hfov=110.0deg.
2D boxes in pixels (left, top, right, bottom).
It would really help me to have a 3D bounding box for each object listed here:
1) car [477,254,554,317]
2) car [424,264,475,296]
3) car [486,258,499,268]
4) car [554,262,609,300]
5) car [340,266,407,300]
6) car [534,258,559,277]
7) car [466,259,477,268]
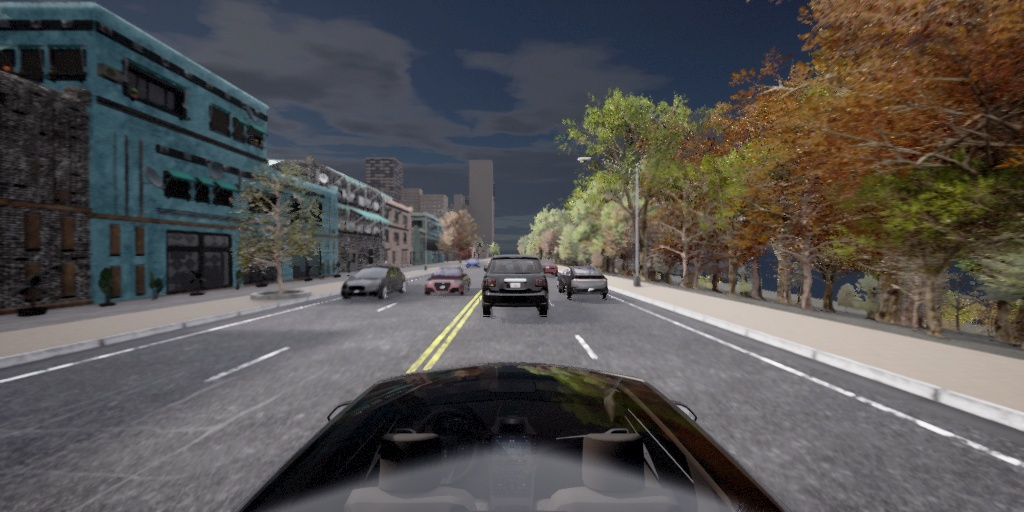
[{"bbox_3d":[0.103,0.967,13.378,2.150,2.045,5.566,0,0,0],"label":"car"},{"bbox_3d":[-3.346,1.308,19.240,1.994,1.385,4.181,0,0,0],"label":"car"},{"bbox_3d":[-3.284,1.206,60.783,1.882,1.535,5.008,0,0,1],"label":"car"},{"bbox_3d":[3.354,1.236,17.678,2.128,1.511,4.902,0,0,0],"label":"car"},{"bbox_3d":[-6.596,1.250,17.643,1.837,1.490,4.892,0,0,0],"label":"car"},{"bbox_3d":[3.358,1.090,35.985,2.097,1.767,4.553,0,0,0],"label":"car"},{"bbox_3d":[-6.526,1.207,60.378,1.882,1.535,5.008,0,0,1],"label":"car"}]
